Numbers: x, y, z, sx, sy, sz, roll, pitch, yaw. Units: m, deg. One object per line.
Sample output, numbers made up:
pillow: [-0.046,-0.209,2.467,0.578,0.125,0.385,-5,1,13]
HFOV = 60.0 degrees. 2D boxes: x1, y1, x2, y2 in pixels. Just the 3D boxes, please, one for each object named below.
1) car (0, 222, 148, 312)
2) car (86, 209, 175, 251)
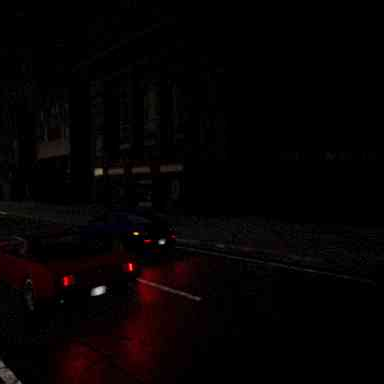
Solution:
car: [-3.287,1.511,7.651,4.718,1.301,1.895,0,2,45]
car: [-2.568,1.336,11.868,4.674,1.442,1.812,0,2,45]
